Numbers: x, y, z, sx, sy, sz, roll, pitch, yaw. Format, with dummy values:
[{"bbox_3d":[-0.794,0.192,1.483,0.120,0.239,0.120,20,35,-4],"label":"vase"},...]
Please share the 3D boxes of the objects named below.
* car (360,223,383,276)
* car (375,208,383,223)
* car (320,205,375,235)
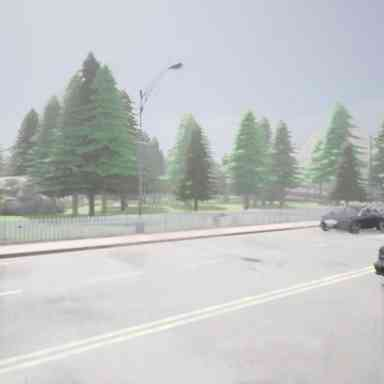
[{"bbox_3d":[6.904,1.572,8.767,5.357,1.411,2.033,0,0,-35],"label":"car"},{"bbox_3d":[11.433,1.536,16.372,4.902,1.511,2.128,0,0,-35],"label":"car"},{"bbox_3d":[9.401,1.536,19.221,4.902,1.511,2.128,0,0,-35],"label":"car"}]
